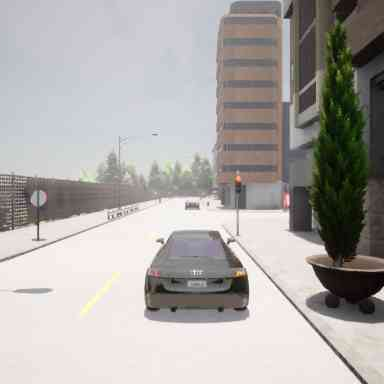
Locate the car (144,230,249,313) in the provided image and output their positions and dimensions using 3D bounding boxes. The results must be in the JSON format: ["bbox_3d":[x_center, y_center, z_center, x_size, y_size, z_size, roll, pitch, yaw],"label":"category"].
[{"bbox_3d":[0.085,1.564,7.772,1.994,1.385,4.181,0,0,0],"label":"car"}]

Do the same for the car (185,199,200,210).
[{"bbox_3d":[0.028,1.601,43.809,1.895,1.301,4.718,0,0,-1],"label":"car"}]
